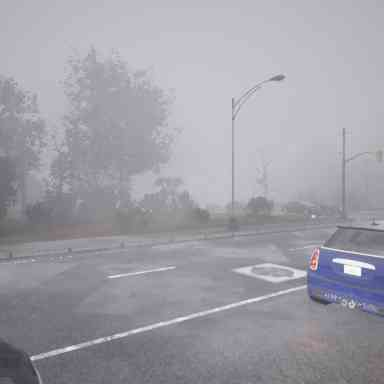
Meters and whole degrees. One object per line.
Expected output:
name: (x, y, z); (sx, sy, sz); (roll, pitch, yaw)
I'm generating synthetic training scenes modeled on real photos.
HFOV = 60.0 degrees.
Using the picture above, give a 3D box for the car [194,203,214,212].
car: (1.052, 2.609, 52.718); (1.812, 1.442, 4.674); (0, -3, -32)

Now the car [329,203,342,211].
car: (14.619, 1.722, 37.644); (2.128, 1.511, 4.902); (0, -2, -33)

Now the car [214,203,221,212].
car: (3.623, 2.623, 55.206); (2.128, 1.511, 4.902); (0, -3, -32)

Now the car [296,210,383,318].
car: (4.481, 1.361, 6.900); (4.553, 1.767, 2.097); (0, 0, -35)

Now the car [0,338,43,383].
car: (-3.265, 1.492, 1.417); (4.902, 1.511, 2.128); (0, 0, -36)

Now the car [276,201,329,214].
car: (11.723, 1.724, 35.741); (1.837, 1.490, 4.892); (0, -1, -29)

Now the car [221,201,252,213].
car: (6.399, 1.925, 44.180); (2.097, 1.767, 4.553); (0, -3, -32)

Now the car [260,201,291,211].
car: (13.309, 2.301, 53.283); (1.837, 1.490, 4.892); (0, -3, -32)

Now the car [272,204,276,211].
car: (9.156, 2.148, 46.369); (2.033, 1.411, 5.357); (0, -3, -32)
